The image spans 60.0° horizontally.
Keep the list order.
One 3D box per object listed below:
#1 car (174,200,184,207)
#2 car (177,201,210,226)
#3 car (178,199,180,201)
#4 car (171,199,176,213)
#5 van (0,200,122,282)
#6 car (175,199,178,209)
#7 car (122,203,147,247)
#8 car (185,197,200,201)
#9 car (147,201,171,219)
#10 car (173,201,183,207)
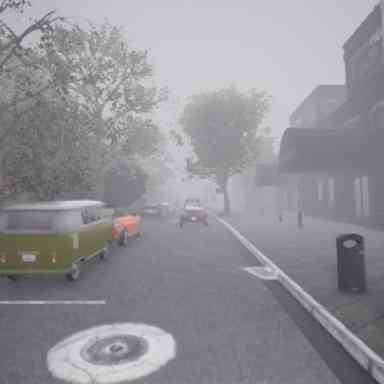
[{"bbox_3d":[-3.393,2.974,87.973,2.185,1.767,4.553,-1,-1,2],"label":"car"},{"bbox_3d":[0.103,1.558,23.363,1.812,1.442,4.674,0,-1,0],"label":"car"},{"bbox_3d":[-3.641,2.349,54.212,2.163,1.488,4.792,0,-1,2],"label":"car"},{"bbox_3d":[-3.633,2.023,43.049,2.097,1.535,5.008,1,-2,2],"label":"car"},{"bbox_3d":[-3.648,1.249,9.785,1.878,1.987,4.442,0,0,2],"label":"van"},{"bbox_3d":[-3.639,2.171,48.608,2.097,1.535,5.008,0,-1,2],"label":"car"},{"bbox_3d":[-3.653,1.346,15.208,2.185,1.767,4.553,0,0,2],"label":"car"},{"bbox_3d":[0.105,1.695,40.398,2.150,2.045,5.566,0,-1,1],"label":"car"},{"bbox_3d":[-3.632,1.758,31.943,2.163,1.488,4.792,1,-2,2],"label":"car"},{"bbox_3d":[-3.395,2.986,82.262,2.231,1.521,4.892,0,-1,2],"label":"car"}]
